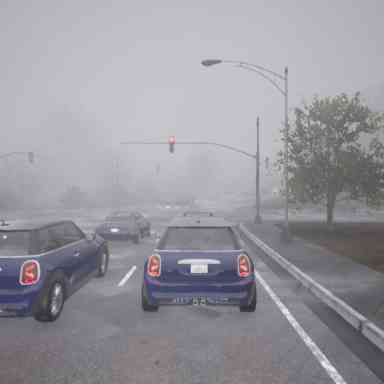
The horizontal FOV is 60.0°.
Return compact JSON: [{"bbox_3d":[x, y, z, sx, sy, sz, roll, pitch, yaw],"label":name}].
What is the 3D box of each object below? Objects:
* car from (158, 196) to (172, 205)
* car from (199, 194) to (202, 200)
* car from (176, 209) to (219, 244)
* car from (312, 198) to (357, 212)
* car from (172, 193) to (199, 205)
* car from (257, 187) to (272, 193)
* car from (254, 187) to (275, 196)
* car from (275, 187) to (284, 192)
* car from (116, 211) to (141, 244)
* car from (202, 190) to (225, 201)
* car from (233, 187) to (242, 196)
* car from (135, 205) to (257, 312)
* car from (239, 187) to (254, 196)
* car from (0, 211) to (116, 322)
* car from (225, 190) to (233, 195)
[{"bbox_3d":[-4.258,1.519,57.880,1.837,1.490,4.892,0,2,17],"label":"car"},{"bbox_3d":[0.985,1.080,71.891,1.994,1.385,4.181,0,3,23],"label":"car"},{"bbox_3d":[0.326,1.630,16.940,1.895,1.301,4.718,0,0,2],"label":"car"},{"bbox_3d":[16.425,1.521,38.431,4.892,1.490,1.837,-2,0,4],"label":"car"},{"bbox_3d":[-1.003,1.239,56.586,2.150,2.045,5.566,0,1,17],"label":"car"},{"bbox_3d":[19.801,-0.538,90.398,2.128,1.511,4.902,0,3,38],"label":"car"},{"bbox_3d":[17.662,0.127,80.977,2.128,1.511,4.902,0,3,33],"label":"car"},{"bbox_3d":[23.401,-0.615,89.378,1.882,1.535,5.008,0,3,38],"label":"car"},{"bbox_3d":[-3.199,1.591,16.017,1.994,1.385,4.181,0,0,2],"label":"car"},{"bbox_3d":[4.681,0.689,71.573,2.150,2.045,5.566,0,3,23],"label":"car"},{"bbox_3d":[12.087,-0.227,85.275,2.150,2.045,5.566,0,3,30],"label":"car"},{"bbox_3d":[0.139,1.360,7.909,2.097,1.767,4.553,0,0,0],"label":"car"},{"bbox_3d":[14.132,0.191,81.913,1.812,1.442,4.674,0,3,33],"label":"car"},{"bbox_3d":[-3.365,1.360,7.405,2.097,1.767,4.553,0,0,1],"label":"car"},{"bbox_3d":[7.832,0.232,85.026,2.128,1.511,4.902,0,3,30],"label":"car"}]
